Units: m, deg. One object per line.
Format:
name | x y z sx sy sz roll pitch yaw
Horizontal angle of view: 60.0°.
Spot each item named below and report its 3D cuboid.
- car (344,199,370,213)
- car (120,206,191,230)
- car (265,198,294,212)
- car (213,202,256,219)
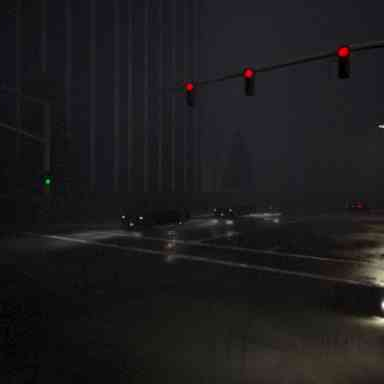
car | 17.893 1.497 35.905 2.033 1.411 5.357 0 0 36
car | -2.153 1.528 20.692 1.895 1.301 4.718 0 0 36
car | 9.719 1.409 36.879 2.128 1.511 4.902 0 0 36
car | 3.751 1.523 28.759 1.895 1.301 4.718 0 0 36
